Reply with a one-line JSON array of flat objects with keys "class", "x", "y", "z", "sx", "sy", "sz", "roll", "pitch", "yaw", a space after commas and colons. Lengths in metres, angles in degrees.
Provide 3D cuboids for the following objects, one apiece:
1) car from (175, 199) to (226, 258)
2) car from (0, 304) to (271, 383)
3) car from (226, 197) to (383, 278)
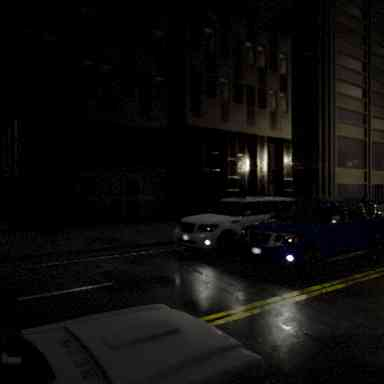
[{"class": "car", "x": 2.030, "y": 1.215, "z": 13.117, "sx": 5.566, "sy": 2.045, "sz": 2.150, "roll": 0, "pitch": 0, "yaw": -35}, {"class": "car", "x": -1.631, "y": 1.601, "z": 2.275, "sx": 4.718, "sy": 1.301, "sz": 1.895, "roll": 0, "pitch": 0, "yaw": -35}, {"class": "car", "x": 3.970, "y": 1.215, "z": 10.509, "sx": 5.566, "sy": 2.045, "sz": 2.150, "roll": 0, "pitch": 0, "yaw": -35}]
